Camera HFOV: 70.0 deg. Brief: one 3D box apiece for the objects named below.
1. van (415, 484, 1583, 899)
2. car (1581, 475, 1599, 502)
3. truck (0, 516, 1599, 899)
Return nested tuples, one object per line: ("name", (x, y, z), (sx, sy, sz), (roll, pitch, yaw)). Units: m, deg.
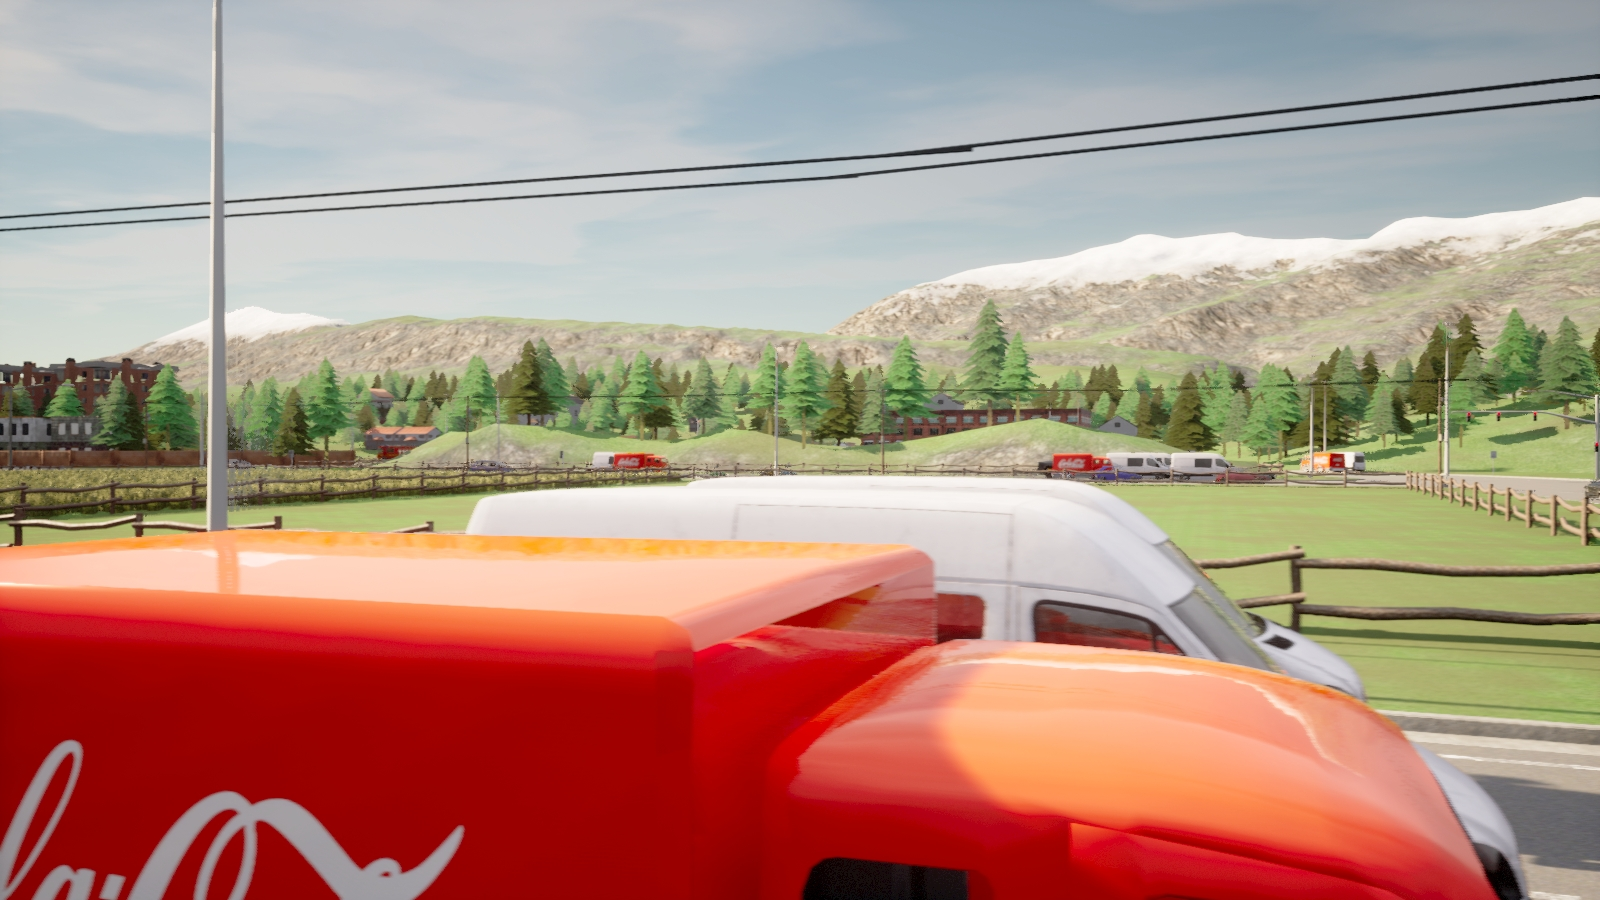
("van", (0.829, 1.533, 6.716), (5.915, 2.561, 1.988), (0, 0, 20))
("car", (45.017, 2.132, 63.269), (1.994, 1.385, 4.181), (0, 0, 20))
("truck", (-0.597, 1.566, 3.587), (5.204, 2.467, 2.627), (0, 0, 21))
